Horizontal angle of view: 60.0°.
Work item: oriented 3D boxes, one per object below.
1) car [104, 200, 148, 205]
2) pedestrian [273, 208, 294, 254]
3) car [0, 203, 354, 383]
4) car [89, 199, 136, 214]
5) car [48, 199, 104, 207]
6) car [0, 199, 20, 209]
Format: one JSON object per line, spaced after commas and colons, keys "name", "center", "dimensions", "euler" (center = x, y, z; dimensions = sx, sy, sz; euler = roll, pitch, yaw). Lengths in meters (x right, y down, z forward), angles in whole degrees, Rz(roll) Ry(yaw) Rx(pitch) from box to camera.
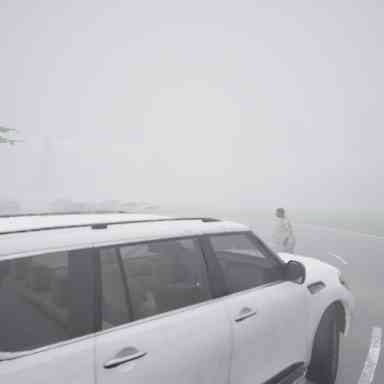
{"name": "car", "center": [-5.007, 1.477, 28.578], "dimensions": [5.008, 1.535, 1.882], "euler": [0, 0, 38]}
{"name": "pedestrian", "center": [2.436, 1.294, 8.845], "dimensions": [0.375, 1.860, 0.375], "euler": [0, 0, 19]}
{"name": "car", "center": [-0.353, 1.222, 3.421], "dimensions": [5.566, 2.045, 2.150], "euler": [0, 0, -44]}
{"name": "car", "center": [-8.661, 1.547, 35.843], "dimensions": [5.357, 1.411, 2.033], "euler": [0, 0, 38]}
{"name": "car", "center": [-9.242, 1.547, 27.618], "dimensions": [5.357, 1.411, 2.033], "euler": [0, 0, 34]}
{"name": "car", "center": [-20.818, 1.492, 37.097], "dimensions": [4.902, 1.511, 2.128], "euler": [0, 0, 43]}
